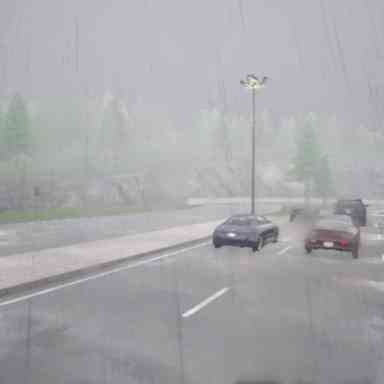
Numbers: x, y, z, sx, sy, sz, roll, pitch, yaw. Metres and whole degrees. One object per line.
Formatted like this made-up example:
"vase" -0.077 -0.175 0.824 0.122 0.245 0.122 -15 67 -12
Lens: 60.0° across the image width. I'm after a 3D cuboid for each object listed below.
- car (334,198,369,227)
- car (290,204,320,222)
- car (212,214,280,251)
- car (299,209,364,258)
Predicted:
"car" 12.222 1.481 25.616 2.150 2.045 5.566 0 0 28
"car" 9.594 1.752 28.092 1.837 1.490 4.892 0 0 29
"car" 2.526 1.669 14.801 1.994 1.385 4.181 0 0 28
"car" 5.829 1.654 13.550 1.812 1.442 4.674 0 0 28
